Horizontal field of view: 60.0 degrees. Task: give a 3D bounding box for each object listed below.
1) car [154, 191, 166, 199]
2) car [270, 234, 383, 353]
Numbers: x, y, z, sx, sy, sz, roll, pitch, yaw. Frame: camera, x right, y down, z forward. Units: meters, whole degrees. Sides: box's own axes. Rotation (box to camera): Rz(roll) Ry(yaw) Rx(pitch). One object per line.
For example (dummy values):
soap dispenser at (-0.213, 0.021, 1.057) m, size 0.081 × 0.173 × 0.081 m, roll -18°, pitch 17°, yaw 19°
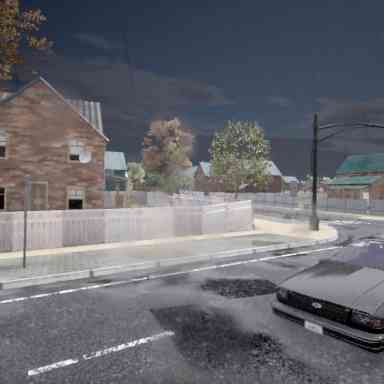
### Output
car at (-6.196, 0.640, 61.715) m, size 1.812 × 1.442 × 4.674 m, roll 1°, pitch 1°, yaw -20°
car at (3.926, 1.552, 6.282) m, size 5.357 × 1.411 × 2.033 m, roll 0°, pitch 0°, yaw -35°
